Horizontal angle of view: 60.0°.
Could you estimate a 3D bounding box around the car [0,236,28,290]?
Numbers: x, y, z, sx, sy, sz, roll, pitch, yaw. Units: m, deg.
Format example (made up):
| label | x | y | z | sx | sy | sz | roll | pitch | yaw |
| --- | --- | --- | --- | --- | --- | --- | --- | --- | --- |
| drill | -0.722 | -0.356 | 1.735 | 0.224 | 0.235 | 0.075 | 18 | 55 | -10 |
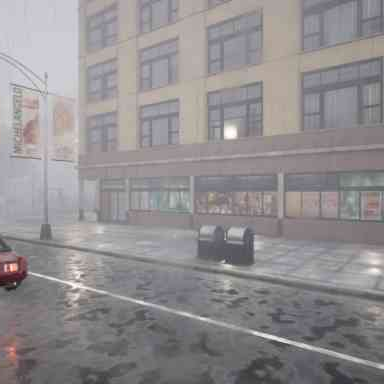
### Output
| label | x | y | z | sx | sy | sz | roll | pitch | yaw |
| --- | --- | --- | --- | --- | --- | --- | --- | --- | --- |
| car | -5.678 | 1.601 | 8.136 | 1.895 | 1.301 | 4.718 | 0 | 0 | -42 |
